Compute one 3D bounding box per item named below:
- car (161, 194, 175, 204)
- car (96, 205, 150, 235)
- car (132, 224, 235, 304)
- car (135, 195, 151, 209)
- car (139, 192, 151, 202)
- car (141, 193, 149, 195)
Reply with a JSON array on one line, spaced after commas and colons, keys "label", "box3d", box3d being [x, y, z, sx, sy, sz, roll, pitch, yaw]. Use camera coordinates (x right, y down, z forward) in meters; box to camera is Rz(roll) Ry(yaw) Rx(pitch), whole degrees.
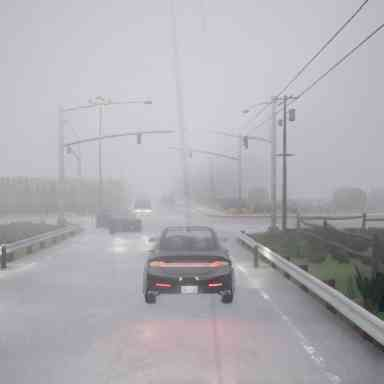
[{"label": "car", "box3d": [-4.005, 1.055, 54.176, 2.097, 1.767, 4.553, 0, 1, -7]}, {"label": "car", "box3d": [-4.778, 1.761, 21.588, 1.882, 1.535, 5.008, 2, 0, -31]}, {"label": "car", "box3d": [-0.091, 1.612, 8.420, 2.128, 1.511, 4.902, 0, -2, -1]}, {"label": "car", "box3d": [-6.324, 1.468, 42.897, 1.994, 1.385, 4.181, 0, 1, -7]}, {"label": "car", "box3d": [-8.641, 0.923, 61.534, 2.097, 1.767, 4.553, 0, 1, -7]}, {"label": "car", "box3d": [-7.389, 1.276, 51.495, 1.812, 1.442, 4.674, 0, 1, -7]}]
